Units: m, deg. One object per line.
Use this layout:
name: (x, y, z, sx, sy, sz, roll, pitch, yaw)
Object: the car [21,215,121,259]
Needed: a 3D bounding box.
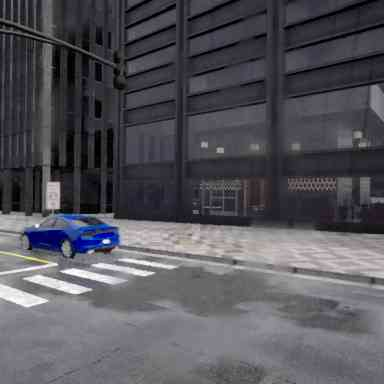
car: (-5.031, 1.666, 13.480, 5.008, 1.535, 1.882, -1, -1, 38)
